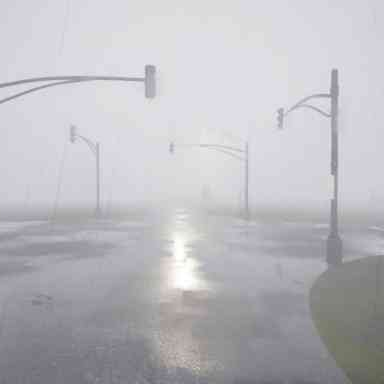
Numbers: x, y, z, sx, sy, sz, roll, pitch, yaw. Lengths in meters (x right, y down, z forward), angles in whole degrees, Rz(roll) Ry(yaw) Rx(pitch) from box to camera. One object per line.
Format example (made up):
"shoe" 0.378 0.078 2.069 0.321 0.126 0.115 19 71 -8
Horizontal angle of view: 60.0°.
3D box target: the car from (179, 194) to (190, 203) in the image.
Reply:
"car" -1.617 1.384 69.929 2.097 1.767 4.553 0 0 -3

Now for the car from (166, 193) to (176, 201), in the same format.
"car" -4.604 1.013 74.022 2.097 1.767 4.553 0 0 -3

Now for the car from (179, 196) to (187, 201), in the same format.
"car" -2.219 1.559 80.003 1.895 1.301 4.718 0 0 -4
